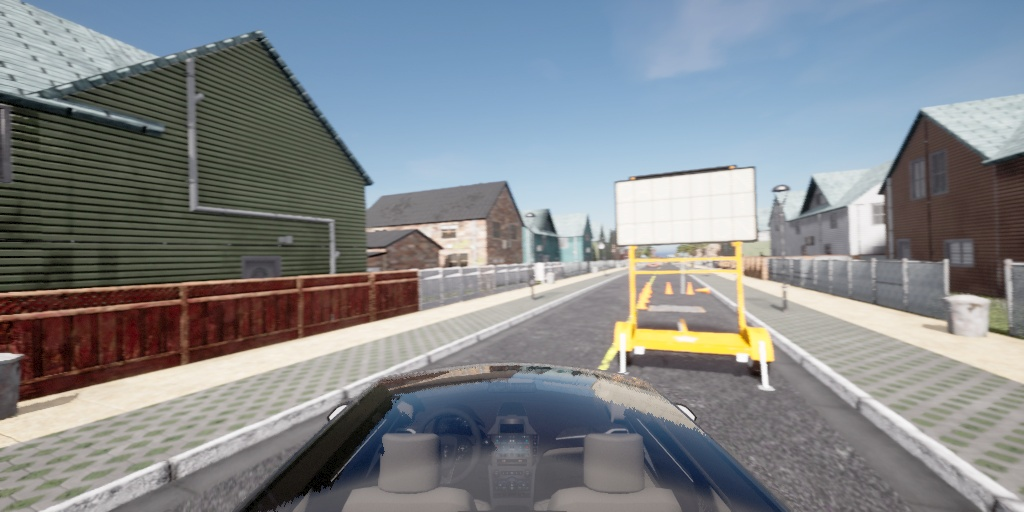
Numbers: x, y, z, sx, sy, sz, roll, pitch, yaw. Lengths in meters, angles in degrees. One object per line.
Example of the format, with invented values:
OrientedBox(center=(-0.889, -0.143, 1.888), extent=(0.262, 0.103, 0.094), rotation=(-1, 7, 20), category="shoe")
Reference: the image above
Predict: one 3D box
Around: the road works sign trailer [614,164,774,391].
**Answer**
OrientedBox(center=(3.330, 0.179, 6.887), extent=(2.380, 3.560, 2.880), rotation=(0, 0, 23), category="road works sign trailer")
